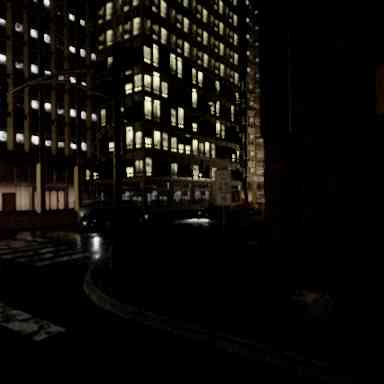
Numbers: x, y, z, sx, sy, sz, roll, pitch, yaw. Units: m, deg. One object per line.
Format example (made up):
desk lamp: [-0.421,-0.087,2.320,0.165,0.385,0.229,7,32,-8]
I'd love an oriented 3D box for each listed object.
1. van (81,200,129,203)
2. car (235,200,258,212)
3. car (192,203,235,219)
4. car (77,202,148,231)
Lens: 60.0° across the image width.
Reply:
van: [-6.194,1.467,23.661,1.690,1.788,3.998,-2,-1,36]
car: [6.676,1.696,41.545,1.752,1.417,4.829,-2,-1,36]
car: [1.827,1.658,30.354,1.994,1.385,4.181,-1,-1,36]
car: [-4.854,1.577,21.126,1.837,1.490,4.892,-1,-1,33]
